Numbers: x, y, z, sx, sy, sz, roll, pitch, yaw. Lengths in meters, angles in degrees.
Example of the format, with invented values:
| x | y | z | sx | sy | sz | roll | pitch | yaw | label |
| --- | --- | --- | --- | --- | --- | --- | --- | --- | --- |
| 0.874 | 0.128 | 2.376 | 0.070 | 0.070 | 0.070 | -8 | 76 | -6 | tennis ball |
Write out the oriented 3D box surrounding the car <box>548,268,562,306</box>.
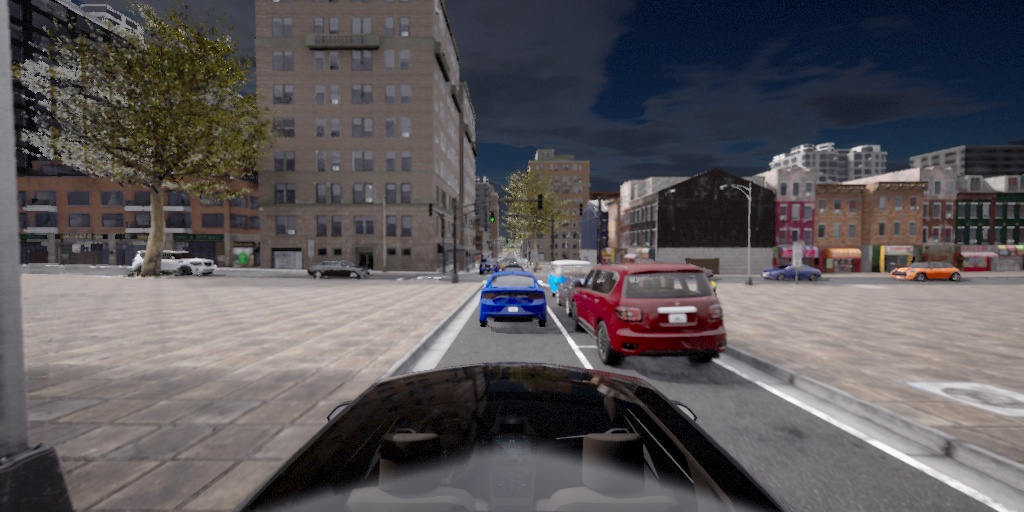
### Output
| x | y | z | sx | sy | sz | roll | pitch | yaw | label |
| --- | --- | --- | --- | --- | --- | --- | --- | --- | --- |
| 2.635 | 1.297 | 13.005 | 2.007 | 1.370 | 4.403 | 0 | 0 | 0 | car |

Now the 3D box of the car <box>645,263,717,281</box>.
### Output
| x | y | z | sx | sy | sz | roll | pitch | yaw | label |
| --- | --- | --- | --- | --- | --- | --- | --- | --- | --- |
| 14.916 | 1.400 | 31.814 | 5.357 | 1.411 | 2.033 | 0 | 2 | 0 | car |

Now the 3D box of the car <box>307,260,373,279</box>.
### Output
| x | y | z | sx | sy | sz | roll | pitch | yaw | label |
| --- | --- | --- | --- | --- | --- | --- | --- | --- | --- |
| -13.789 | 1.096 | 28.834 | 4.902 | 1.511 | 2.128 | 1 | 2 | 0 | car |

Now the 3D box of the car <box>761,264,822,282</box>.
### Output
| x | y | z | sx | sy | sz | roll | pitch | yaw | label |
| --- | --- | --- | --- | --- | --- | --- | --- | --- | --- |
| 24.740 | 1.456 | 31.820 | 4.674 | 1.442 | 1.812 | 0 | 2 | 0 | car |

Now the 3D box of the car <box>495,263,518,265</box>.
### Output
| x | y | z | sx | sy | sz | roll | pitch | yaw | label |
| --- | --- | --- | --- | --- | --- | --- | --- | --- | --- |
| 0.101 | 1.320 | 22.876 | 1.994 | 1.385 | 4.181 | 0 | 0 | 0 | car |

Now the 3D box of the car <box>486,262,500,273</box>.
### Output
| x | y | z | sx | sy | sz | roll | pitch | yaw | label |
| --- | --- | --- | --- | --- | --- | --- | --- | --- | --- |
| -2.753 | 1.696 | 54.247 | 1.837 | 1.490 | 4.892 | 0 | -1 | 0 | car |

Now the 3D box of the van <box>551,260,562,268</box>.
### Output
| x | y | z | sx | sy | sz | roll | pitch | yaw | label |
| --- | --- | --- | --- | --- | --- | --- | --- | --- | --- |
| 2.634 | 1.088 | 16.325 | 1.690 | 1.789 | 3.998 | 0 | 0 | 0 | van |

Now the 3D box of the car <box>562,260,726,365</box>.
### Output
| x | y | z | sx | sy | sz | roll | pitch | yaw | label |
| --- | --- | --- | --- | --- | --- | --- | --- | --- | --- |
| 2.635 | 1.061 | 8.019 | 2.192 | 1.841 | 5.009 | 0 | 0 | 0 | car |

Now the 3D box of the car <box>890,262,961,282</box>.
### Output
| x | y | z | sx | sy | sz | roll | pitch | yaw | label |
| --- | --- | --- | --- | --- | --- | --- | --- | --- | --- |
| 36.543 | 1.315 | 31.811 | 4.553 | 1.767 | 2.097 | 0 | 2 | 0 | car |

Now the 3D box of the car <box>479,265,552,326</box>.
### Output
| x | y | z | sx | sy | sz | roll | pitch | yaw | label |
| --- | --- | --- | --- | --- | --- | --- | --- | --- | --- |
| 0.017 | 1.224 | 11.679 | 1.882 | 1.535 | 5.008 | 0 | 0 | 0 | car |

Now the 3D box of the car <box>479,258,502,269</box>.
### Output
| x | y | z | sx | sy | sz | roll | pitch | yaw | label |
| --- | --- | --- | --- | --- | --- | --- | --- | --- | --- |
| -2.817 | 1.218 | 44.664 | 2.150 | 2.045 | 5.566 | 0 | -1 | 1 | car |

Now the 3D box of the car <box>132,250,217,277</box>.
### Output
| x | y | z | sx | sy | sz | roll | pitch | yaw | label |
| --- | --- | --- | --- | --- | --- | --- | --- | --- | --- |
| -27.056 | 0.584 | 28.813 | 5.566 | 2.045 | 2.150 | 1 | 2 | 0 | car |
